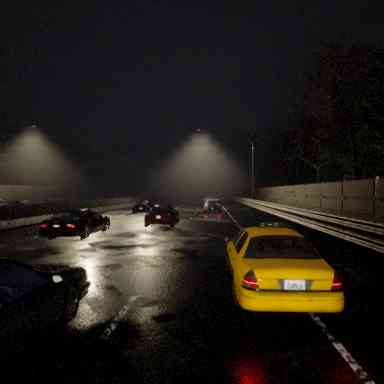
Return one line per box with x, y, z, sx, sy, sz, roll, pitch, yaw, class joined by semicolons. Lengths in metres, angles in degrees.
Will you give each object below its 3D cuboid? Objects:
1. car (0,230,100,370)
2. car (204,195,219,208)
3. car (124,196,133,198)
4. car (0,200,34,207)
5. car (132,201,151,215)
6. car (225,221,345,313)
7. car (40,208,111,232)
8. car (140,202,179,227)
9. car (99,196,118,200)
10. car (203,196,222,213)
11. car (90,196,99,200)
-3.060;1.548;4.146;2.033;1.411;5.357;0;0;3;car
2.805;1.375;47.835;2.097;1.767;4.553;0;0;3;car
-13.457;1.586;70.297;1.812;1.442;4.674;0;0;3;car
-15.834;1.502;29.881;2.128;1.511;4.902;0;0;3;car
-4.860;1.576;34.424;1.994;1.385;4.181;0;0;3;car
1.780;1.457;7.852;1.801;1.575;5.366;0;0;3;car
-5.832;1.553;17.191;2.033;1.411;5.357;0;0;3;car
-1.998;1.572;23.001;1.994;1.385;4.181;0;0;3;car
-16.998;1.600;69.662;2.033;1.411;5.357;0;0;3;car
2.325;1.540;37.755;1.812;1.442;4.674;0;0;4;car
-20.399;1.588;71.523;1.812;1.442;4.674;0;0;3;car
